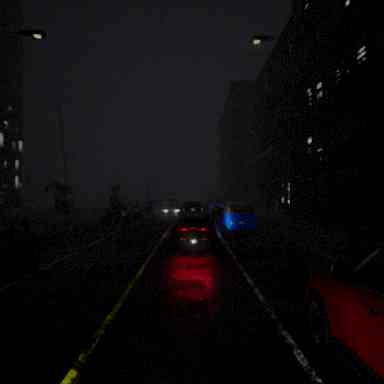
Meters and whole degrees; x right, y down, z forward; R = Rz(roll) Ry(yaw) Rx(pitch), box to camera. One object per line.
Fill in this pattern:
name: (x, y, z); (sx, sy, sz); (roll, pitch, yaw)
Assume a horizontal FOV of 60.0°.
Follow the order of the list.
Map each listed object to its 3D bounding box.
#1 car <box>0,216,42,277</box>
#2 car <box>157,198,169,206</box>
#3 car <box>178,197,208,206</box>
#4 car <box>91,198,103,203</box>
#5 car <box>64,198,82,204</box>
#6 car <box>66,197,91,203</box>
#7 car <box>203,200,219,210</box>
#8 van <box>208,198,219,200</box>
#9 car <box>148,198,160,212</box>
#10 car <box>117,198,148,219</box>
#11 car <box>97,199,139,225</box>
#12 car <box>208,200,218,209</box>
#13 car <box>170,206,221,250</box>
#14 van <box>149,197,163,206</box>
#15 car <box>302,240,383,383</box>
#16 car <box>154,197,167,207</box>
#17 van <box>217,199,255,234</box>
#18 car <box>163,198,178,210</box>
car: (-5.679, 1.501, 8.748); (1.967, 1.590, 4.097); (1, 0, 0)
car: (-5.625, 1.942, 65.205); (1.887, 1.381, 4.507); (1, 0, 0)
car: (0.080, 1.546, 29.634); (2.097, 1.767, 4.553); (0, 0, 0)
car: (-25.170, 2.242, 85.599); (4.313, 1.339, 1.947); (0, -1, 1)
car: (-30.650, 2.285, 85.675); (4.206, 1.307, 1.802); (0, -1, 1)
car: (-26.351, 1.951, 76.979); (4.097, 1.590, 1.967); (0, -1, 1)
car: (2.717, 1.870, 48.298); (1.947, 1.339, 4.313); (1, 0, 0)
van: (2.718, 1.614, 42.653); (1.690, 1.788, 3.998); (1, 0, 0)
car: (-5.632, 1.818, 42.622); (1.887, 1.381, 4.507); (1, 0, 0)
car: (-5.635, 1.646, 31.332); (1.967, 1.590, 4.097); (1, 0, 0)
car: (-5.642, 1.611, 25.685); (1.967, 1.590, 4.097); (1, 0, 0)
car: (2.712, 1.750, 31.361); (1.887, 1.381, 4.507); (1, 0, 0)
car: (0.076, 1.607, 14.907); (1.837, 1.490, 4.892); (0, 0, 0)
van: (-5.628, 1.646, 48.269); (1.690, 1.788, 3.998); (1, 0, 0)
car: (2.705, 1.337, 3.130); (2.192, 1.841, 5.009); (1, 0, 0)
car: (-5.625, 1.807, 59.560); (1.967, 1.590, 4.097); (1, 0, 0)
van: (2.710, 1.476, 20.068); (1.690, 1.788, 3.998); (1, 0, 0)
car: (-3.068, 1.663, 49.427); (2.097, 1.767, 4.553); (0, 0, 0)
